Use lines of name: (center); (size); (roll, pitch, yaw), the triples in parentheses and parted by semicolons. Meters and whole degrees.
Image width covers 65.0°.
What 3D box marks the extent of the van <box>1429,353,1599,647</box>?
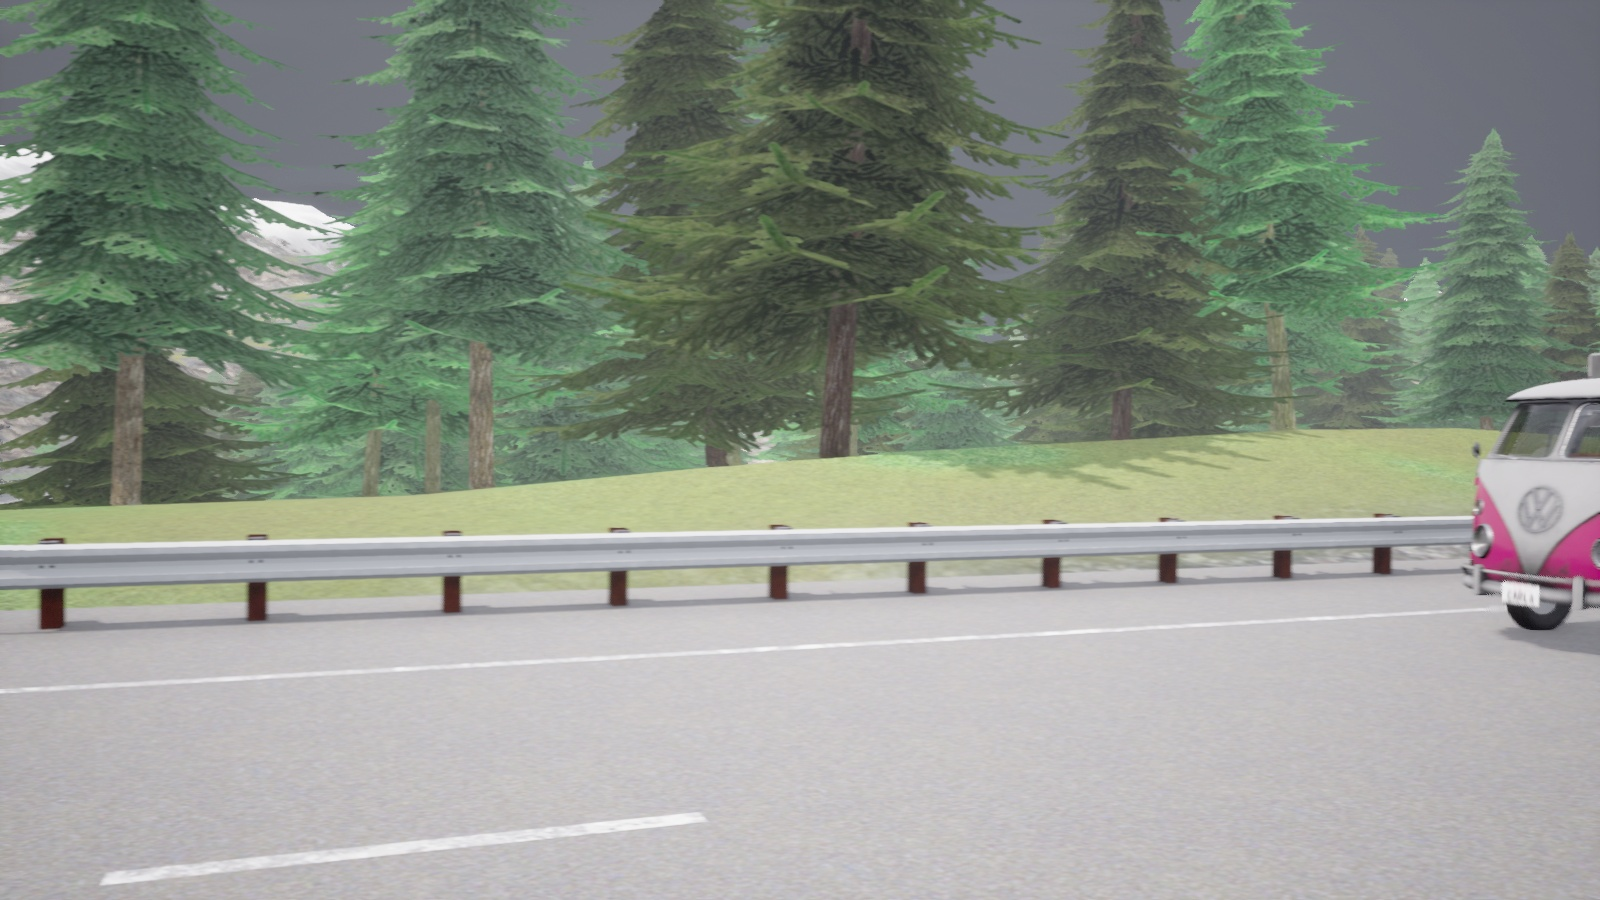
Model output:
van: (7.295, 0.309, 9.749); (4.442, 1.987, 1.775); (-1, 1, -21)
